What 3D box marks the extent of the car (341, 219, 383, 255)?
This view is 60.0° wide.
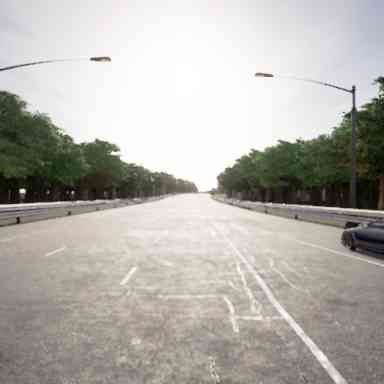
[{"bbox_3d":[7.604,1.717,12.637,1.994,1.385,4.181,1,-1,-9],"label":"car"}]
